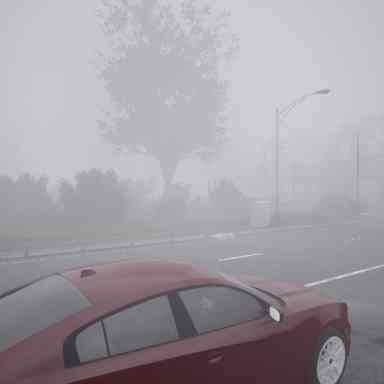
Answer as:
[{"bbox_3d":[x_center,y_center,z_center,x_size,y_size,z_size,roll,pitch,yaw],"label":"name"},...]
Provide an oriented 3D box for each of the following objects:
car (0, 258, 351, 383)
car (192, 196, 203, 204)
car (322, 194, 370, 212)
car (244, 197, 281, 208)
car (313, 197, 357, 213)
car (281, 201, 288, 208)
[{"bbox_3d":[-0.284,1.478,3.542,5.008,1.535,1.882,0,0,-35],"label":"car"},{"bbox_3d":[1.806,1.476,57.199,1.812,1.442,4.674,0,0,-34],"label":"car"},{"bbox_3d":[17.692,1.225,38.854,2.150,2.045,5.566,0,0,-32],"label":"car"},{"bbox_3d":[9.315,1.472,45.568,1.882,1.535,5.008,0,0,-32],"label":"car"},{"bbox_3d":[15.274,1.563,36.124,1.994,1.385,4.181,0,0,-32],"label":"car"},{"bbox_3d":[11.727,1.518,48.299,1.812,1.442,4.674,0,0,-32],"label":"car"}]
